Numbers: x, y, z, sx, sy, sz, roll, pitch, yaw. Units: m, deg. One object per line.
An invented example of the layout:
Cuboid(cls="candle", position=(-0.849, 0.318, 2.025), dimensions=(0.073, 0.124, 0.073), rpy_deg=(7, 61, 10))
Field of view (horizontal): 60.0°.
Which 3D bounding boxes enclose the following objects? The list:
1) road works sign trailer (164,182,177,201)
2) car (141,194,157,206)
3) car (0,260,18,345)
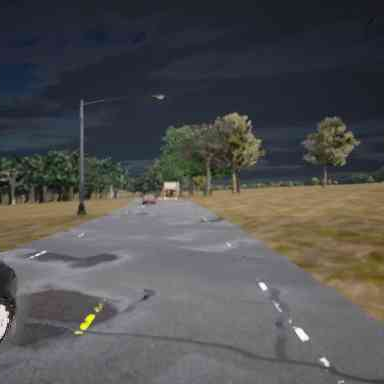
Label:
Cuboid(cls="road works sign trailer", position=(-3.959, -0.119, 61.180), dimensions=(2.380, 3.560, 2.880), rpy_deg=(0, 0, -8))
Cuboid(cls="car", position=(-5.883, 1.076, 45.872), dimensions=(1.882, 1.535, 5.008), rpy_deg=(0, 1, -5))
Cuboid(cls="car", position=(-3.650, 1.496, 3.351), dimensions=(1.837, 1.490, 4.892), rpy_deg=(0, 0, -1))
